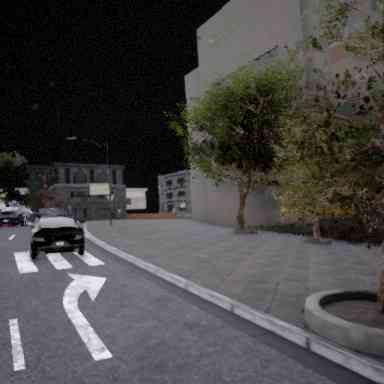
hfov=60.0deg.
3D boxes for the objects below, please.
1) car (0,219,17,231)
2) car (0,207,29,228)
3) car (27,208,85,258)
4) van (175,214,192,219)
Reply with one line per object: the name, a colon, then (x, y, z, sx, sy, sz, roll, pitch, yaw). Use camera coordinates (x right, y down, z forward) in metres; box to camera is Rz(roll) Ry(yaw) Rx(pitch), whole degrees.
car: (-32.431, 5.723, 57.613, 5.566, 2.045, 2.150, -6, -6, 44)
car: (-13.543, 1.970, 26.073, 1.837, 1.490, 4.892, -2, -4, -8)
car: (-5.792, 1.678, 14.016, 1.882, 1.535, 5.008, 0, 0, -27)
van: (-1.547, 5.388, 65.263, 1.878, 1.987, 4.442, 6, -10, -41)
